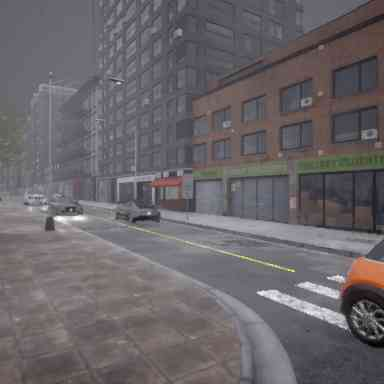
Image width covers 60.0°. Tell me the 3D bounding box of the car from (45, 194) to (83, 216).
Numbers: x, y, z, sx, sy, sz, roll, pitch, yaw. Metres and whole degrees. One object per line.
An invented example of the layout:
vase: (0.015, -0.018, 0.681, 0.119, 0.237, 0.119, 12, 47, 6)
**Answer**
car: (-10.008, 1.119, 26.289, 1.994, 1.385, 4.181, 0, 1, -32)

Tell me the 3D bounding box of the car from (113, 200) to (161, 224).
car: (-3.679, 1.235, 21.813, 1.994, 1.385, 4.181, 0, 1, -32)

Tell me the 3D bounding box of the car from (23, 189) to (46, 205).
car: (-19.876, 0.678, 41.998, 2.150, 2.045, 5.566, 0, 0, -32)

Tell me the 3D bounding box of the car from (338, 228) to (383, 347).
car: (4.227, 1.325, 3.873, 2.097, 1.767, 4.553, 0, 1, -32)
